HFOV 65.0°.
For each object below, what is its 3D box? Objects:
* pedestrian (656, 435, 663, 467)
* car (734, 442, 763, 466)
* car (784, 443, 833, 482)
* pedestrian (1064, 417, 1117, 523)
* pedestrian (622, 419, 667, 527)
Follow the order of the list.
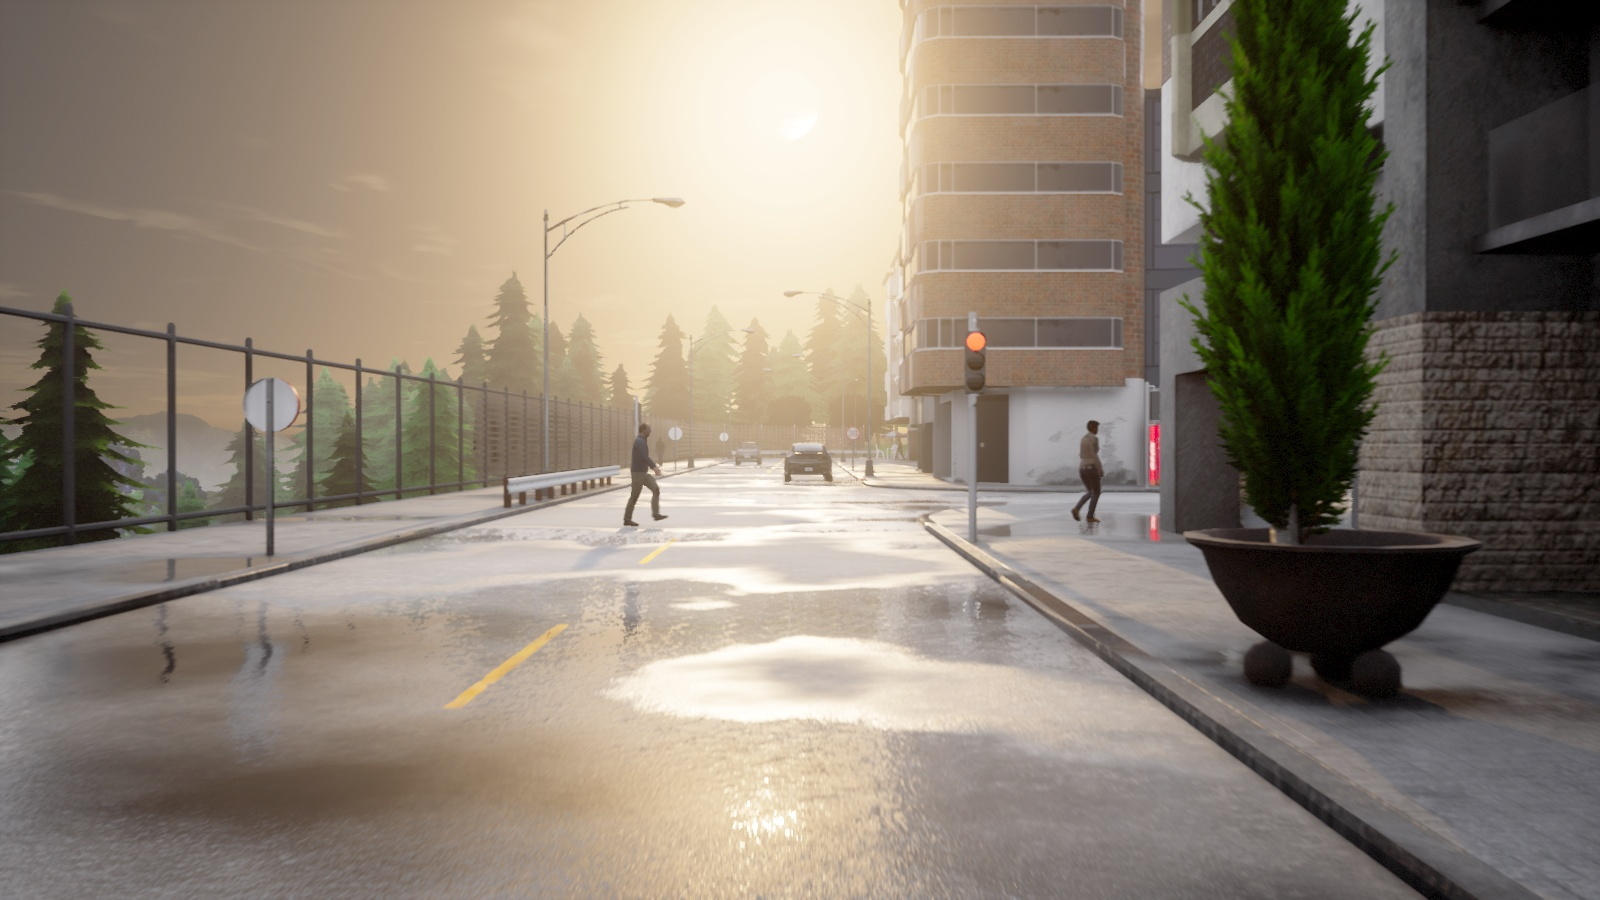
[{"bbox_3d":[-8.145,0.038,73.009,0.353,1.847,0.614,0,0,-1],"label":"pedestrian"},{"bbox_3d":[-3.486,0.243,84.881,1.789,1.549,3.705,0,0,0],"label":"car"},{"bbox_3d":[0.305,0.470,49.980,1.837,1.490,4.892,0,0,-1],"label":"car"},{"bbox_3d":[5.004,0.338,21.637,0.869,1.805,0.328,0,0,-22],"label":"pedestrian"},{"bbox_3d":[-2.681,0.394,21.651,0.726,1.842,0.402,0,0,0],"label":"pedestrian"}]
